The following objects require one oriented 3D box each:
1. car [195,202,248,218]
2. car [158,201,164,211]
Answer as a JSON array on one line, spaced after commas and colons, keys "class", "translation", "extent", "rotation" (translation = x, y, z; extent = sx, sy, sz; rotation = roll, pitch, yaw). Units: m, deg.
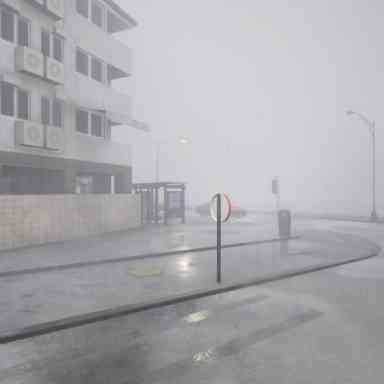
[{"class": "car", "translation": [2.427, 1.548, 29.173], "extent": [2.033, 1.411, 5.357], "rotation": [0, 0, -35]}, {"class": "car", "translation": [-4.724, 1.564, 39.237], "extent": [1.994, 1.385, 4.181], "rotation": [0, 0, -35]}]
